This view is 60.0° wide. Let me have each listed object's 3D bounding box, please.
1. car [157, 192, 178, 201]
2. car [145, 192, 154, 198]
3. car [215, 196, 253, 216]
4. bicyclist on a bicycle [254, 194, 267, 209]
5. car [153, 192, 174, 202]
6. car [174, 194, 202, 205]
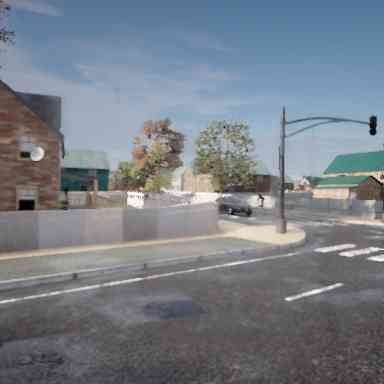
[{"bbox_3d":[-4.237,0.772,57.000,2.033,1.411,5.357,1,0,-21],"label":"car"},{"bbox_3d":[-7.982,0.651,66.627,1.895,1.301,4.718,1,1,-21],"label":"car"},{"bbox_3d":[3.417,1.151,28.433,1.837,1.490,4.892,1,1,-21],"label":"car"},{"bbox_3d":[7.199,0.989,35.016,1.656,1.620,0.582,1,0,-21],"label":"bicyclist on a bicycle"},{"bbox_3d":[-3.580,0.925,46.946,1.895,1.301,4.718,1,1,-21],"label":"car"},{"bbox_3d":[-0.085,0.964,37.691,1.882,1.535,5.008,1,1,-21],"label":"car"}]
